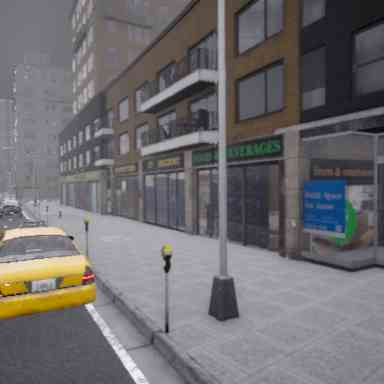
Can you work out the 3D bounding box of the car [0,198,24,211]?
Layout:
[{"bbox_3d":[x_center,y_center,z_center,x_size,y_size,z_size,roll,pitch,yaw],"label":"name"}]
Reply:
[{"bbox_3d":[-15.428,1.448,28.412,2.008,1.369,4.403,-2,1,-29],"label":"car"}]

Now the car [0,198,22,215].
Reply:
[{"bbox_3d":[-18.207,1.403,33.452,1.752,1.417,4.829,-2,1,-29],"label":"car"}]

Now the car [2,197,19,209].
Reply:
[{"bbox_3d":[-23.515,1.423,43.089,1.802,1.307,4.206,-2,1,-29],"label":"car"}]

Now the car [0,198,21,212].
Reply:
[{"bbox_3d":[-20.820,1.426,38.197,1.947,1.339,4.313,-2,1,-29],"label":"car"}]

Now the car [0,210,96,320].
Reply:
[{"bbox_3d":[-3.546,1.419,7.446,1.801,1.575,5.366,-1,1,-29],"label":"car"}]
